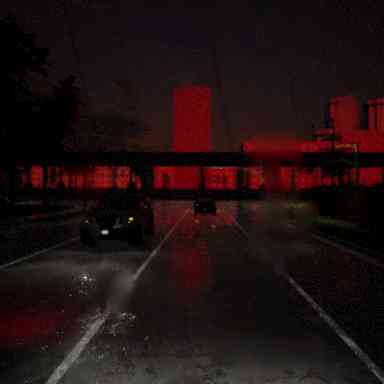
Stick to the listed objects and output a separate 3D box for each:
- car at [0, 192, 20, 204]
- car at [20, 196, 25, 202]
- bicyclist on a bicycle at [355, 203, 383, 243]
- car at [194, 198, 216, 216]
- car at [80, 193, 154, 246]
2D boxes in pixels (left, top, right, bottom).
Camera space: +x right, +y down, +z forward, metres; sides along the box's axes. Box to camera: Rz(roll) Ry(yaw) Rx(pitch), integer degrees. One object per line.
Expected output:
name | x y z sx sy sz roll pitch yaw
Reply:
car | -28.507 0.770 48.862 4.553 1.767 2.097 0 0 4
car | -28.968 0.892 52.420 4.892 1.490 1.837 0 0 4
bicyclist on a bicycle | 7.344 1.247 13.302 1.656 1.620 0.582 0 0 2
car | 1.191 1.247 30.205 1.882 1.535 5.008 0 0 2
car | -3.056 1.082 14.839 2.150 2.045 5.566 0 1 2
